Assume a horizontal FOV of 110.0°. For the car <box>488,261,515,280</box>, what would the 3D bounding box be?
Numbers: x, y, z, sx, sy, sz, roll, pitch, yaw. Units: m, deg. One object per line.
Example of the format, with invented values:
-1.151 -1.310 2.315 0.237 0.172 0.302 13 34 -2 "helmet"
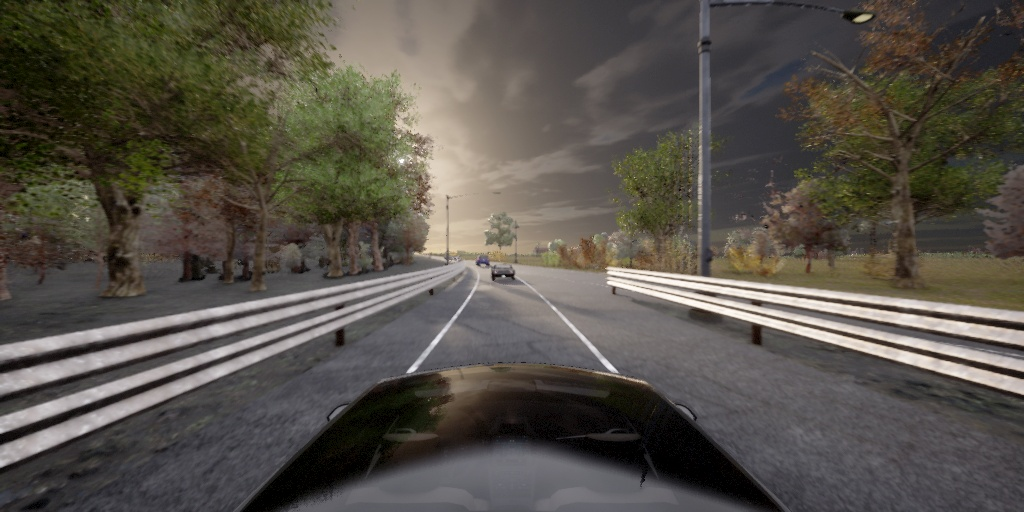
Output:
-0.872 1.322 30.860 1.895 1.301 4.718 0 0 -5 "car"
